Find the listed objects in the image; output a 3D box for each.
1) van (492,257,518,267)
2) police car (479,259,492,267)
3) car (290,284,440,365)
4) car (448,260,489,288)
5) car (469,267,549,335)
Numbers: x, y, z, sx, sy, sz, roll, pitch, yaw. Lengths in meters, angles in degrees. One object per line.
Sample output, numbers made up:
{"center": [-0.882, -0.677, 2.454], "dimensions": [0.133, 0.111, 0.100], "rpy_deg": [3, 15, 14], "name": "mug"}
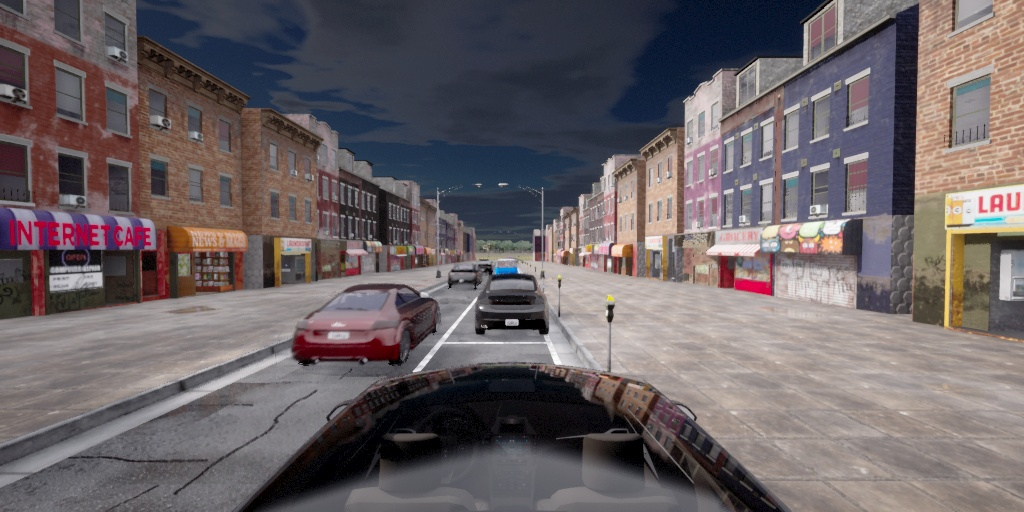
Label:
{"center": [-0.381, 1.081, 27.392], "dimensions": [1.690, 1.789, 3.998], "rpy_deg": [0, 0, 0], "name": "van"}
{"center": [-3.018, 1.161, 39.199], "dimensions": [1.930, 1.638, 5.238], "rpy_deg": [0, 0, 0], "name": "police car"}
{"center": [-2.920, 1.311, 8.047], "dimensions": [1.994, 1.385, 4.181], "rpy_deg": [0, 0, 0], "name": "car"}
{"center": [-2.919, 1.233, 23.169], "dimensions": [2.128, 1.511, 4.902], "rpy_deg": [0, 0, 0], "name": "car"}
{"center": [0.001, 1.250, 10.502], "dimensions": [1.837, 1.490, 4.892], "rpy_deg": [0, 0, 0], "name": "car"}
